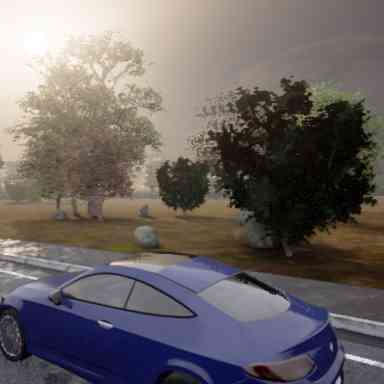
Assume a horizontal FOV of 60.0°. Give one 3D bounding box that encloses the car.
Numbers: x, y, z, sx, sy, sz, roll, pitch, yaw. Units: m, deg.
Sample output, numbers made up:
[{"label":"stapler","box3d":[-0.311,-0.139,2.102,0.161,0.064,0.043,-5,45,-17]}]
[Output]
[{"label":"car","box3d":[-0.616,1.519,4.256,4.674,1.442,1.812,0,0,34]}]
